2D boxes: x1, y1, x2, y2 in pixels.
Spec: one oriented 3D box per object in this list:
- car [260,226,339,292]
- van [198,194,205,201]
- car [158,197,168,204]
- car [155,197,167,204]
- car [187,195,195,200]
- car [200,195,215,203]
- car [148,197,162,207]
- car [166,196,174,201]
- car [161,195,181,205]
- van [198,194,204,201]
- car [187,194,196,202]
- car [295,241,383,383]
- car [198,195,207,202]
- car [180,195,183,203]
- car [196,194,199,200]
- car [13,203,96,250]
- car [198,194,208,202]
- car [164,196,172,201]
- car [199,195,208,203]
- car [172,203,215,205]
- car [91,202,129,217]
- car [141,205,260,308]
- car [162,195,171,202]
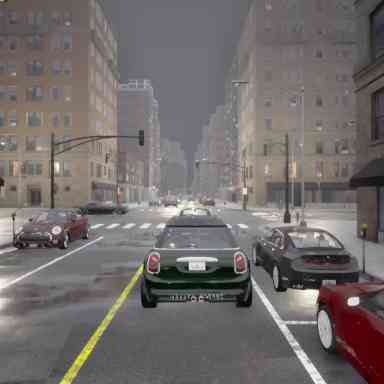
[{"bbox_3d":[2.697,1.553,8.700,2.008,1.369,4.403,0,0,0],"label":"car"},{"bbox_3d":[2.444,1.481,85.670,1.690,1.788,3.998,0,0,0],"label":"van"},{"bbox_3d":[-5.968,1.665,69.095,1.802,1.307,4.206,0,0,0],"label":"car"},{"bbox_3d":[-5.929,1.613,63.587,1.887,1.381,4.507,0,0,0],"label":"car"},{"bbox_3d":[-0.259,1.542,90.105,1.994,1.385,4.181,0,0,0],"label":"car"},{"bbox_3d":[2.673,1.590,52.627,1.887,1.381,4.507,0,0,0],"label":"car"},{"bbox_3d":[-5.852,1.595,52.571,2.008,1.369,4.403,0,0,0],"label":"car"},{"bbox_3d":[-6.121,1.727,91.127,1.947,1.339,4.313,0,0,0],"label":"car"},{"bbox_3d":[-3.073,1.588,50.245,2.033,1.411,5.357,0,0,-1],"label":"car"},{"bbox_3d":[2.405,1.503,91.176,1.690,1.788,3.998,0,0,0],"label":"van"},{"bbox_3d":[-0.189,1.706,80.130,1.895,1.301,4.718,0,0,0],"label":"car"},{"bbox_3d":[2.683,1.545,3.209,1.887,1.381,4.507,0,0,0],"label":"car"},{"bbox_3d":[2.482,1.559,80.162,1.967,1.590,4.097,0,0,0],"label":"car"},{"bbox_3d":[-3.125,1.661,60.063,1.895,1.301,4.718,0,0,0],"label":"car"},{"bbox_3d":[2.559,1.399,69.148,2.192,1.841,5.009,0,0,0],"label":"car"},{"bbox_3d":[-5.815,1.445,14.209,1.967,1.590,4.097,0,0,0],"label":"car"},{"bbox_3d":[2.595,1.595,63.811,1.752,1.417,4.829,0,0,0],"label":"car"},{"bbox_3d":[-6.082,1.721,85.619,1.802,1.307,4.206,0,0,0],"label":"car"},{"bbox_3d":[2.520,1.540,74.656,1.967,1.590,4.097,0,0,0],"label":"car"},{"bbox_3d":[0.137,1.497,15.400,2.128,1.511,4.902,0,0,0],"label":"car"},{"bbox_3d":[-8.137,1.567,30.275,4.718,1.301,1.895,0,0,0],"label":"car"},{"bbox_3d":[0.069,1.355,8.097,2.097,1.767,4.553,0,0,-1],"label":"car"},{"bbox_3d":[-6.043,1.558,80.111,1.967,1.590,4.097,0,0,0],"label":"car"}]
